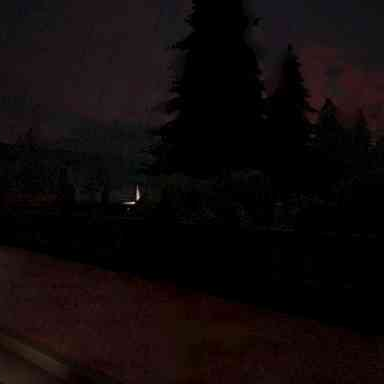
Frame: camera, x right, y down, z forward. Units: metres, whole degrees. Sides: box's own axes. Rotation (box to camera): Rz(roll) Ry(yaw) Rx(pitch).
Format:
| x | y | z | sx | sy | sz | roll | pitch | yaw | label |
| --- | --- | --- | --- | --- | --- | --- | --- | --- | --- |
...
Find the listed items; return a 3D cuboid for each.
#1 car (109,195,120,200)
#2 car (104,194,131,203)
| x | y | z | sx | sy | sz | roll | pitch | yaw | label |
| --- | --- | --- | --- | --- | --- | --- | --- | --- | --- |
| -13.379 | 1.361 | 56.291 | 1.812 | 1.442 | 4.674 | 0 | 2 | 36 | car |
| -13.768 | 1.252 | 61.744 | 1.895 | 1.301 | 4.718 | 0 | 3 | 36 | car |
